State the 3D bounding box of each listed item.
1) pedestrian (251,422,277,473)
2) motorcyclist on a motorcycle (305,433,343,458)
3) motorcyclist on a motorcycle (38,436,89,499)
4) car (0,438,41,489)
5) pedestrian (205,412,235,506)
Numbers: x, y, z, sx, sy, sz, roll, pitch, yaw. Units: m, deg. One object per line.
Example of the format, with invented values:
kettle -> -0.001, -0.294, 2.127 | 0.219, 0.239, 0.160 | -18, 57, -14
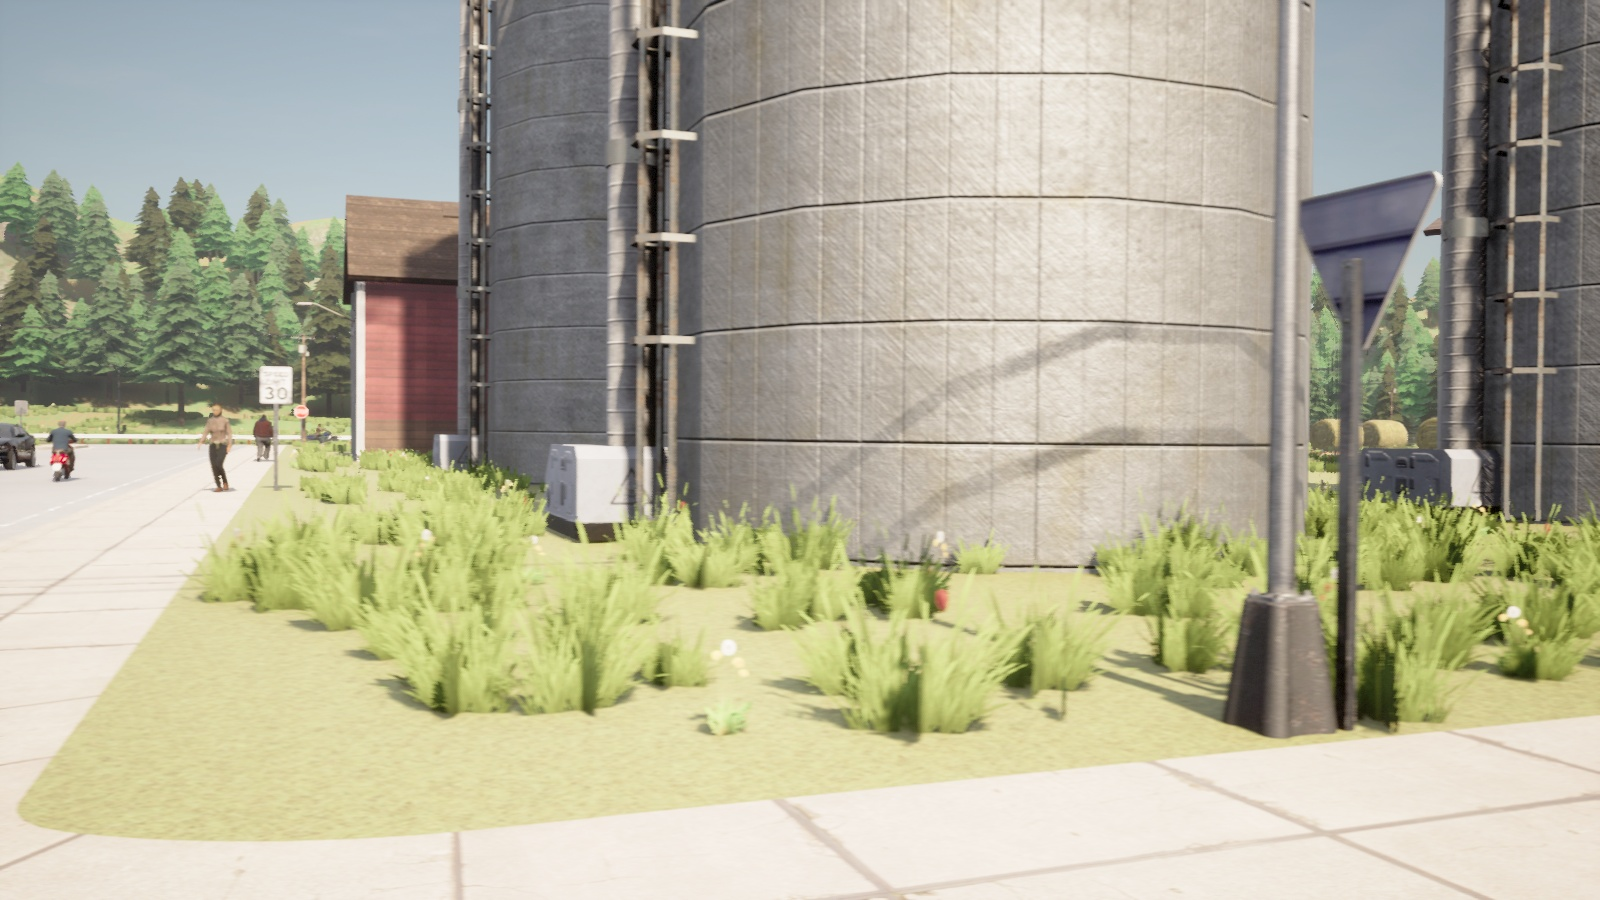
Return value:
pedestrian -> -19.656, -0.082, 46.059 | 0.634, 1.844, 0.899 | -1, 1, -8
motorcyclist on a motorcycle -> -33.087, -0.315, 87.250 | 2.350, 1.649, 0.766 | -1, 2, -31
motorcyclist on a motorcycle -> -19.347, 0.432, 33.007 | 0.866, 1.590, 1.817 | -1, 1, -22
car -> -26.143, 0.411, 40.644 | 1.882, 1.535, 5.008 | -1, 1, -22
pedestrian -> -11.575, 0.173, 25.053 | 0.331, 1.846, 0.634 | -1, 1, -6
